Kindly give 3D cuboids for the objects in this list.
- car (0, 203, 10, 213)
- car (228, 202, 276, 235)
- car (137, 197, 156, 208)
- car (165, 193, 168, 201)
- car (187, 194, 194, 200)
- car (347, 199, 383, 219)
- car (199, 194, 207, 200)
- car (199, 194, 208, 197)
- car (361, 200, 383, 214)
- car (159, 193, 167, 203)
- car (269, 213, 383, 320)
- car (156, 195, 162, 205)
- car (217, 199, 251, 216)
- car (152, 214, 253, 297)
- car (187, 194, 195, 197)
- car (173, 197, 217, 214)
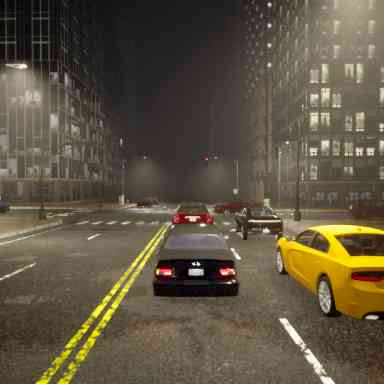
[{"bbox_3d":[-20.041,1.323,31.704,5.008,1.535,1.882,1,1,1],"label":"car"},{"bbox_3d":[3.274,1.486,16.876,2.128,1.511,4.902,0,0,1],"label":"car"},{"bbox_3d":[-6.793,1.576,48.388,1.895,1.301,4.718,0,0,0],"label":"car"},{"bbox_3d":[-6.815,1.169,78.315,2.150,2.045,5.566,0,0,0],"label":"car"},{"bbox_3d":[-0.361,1.312,89.808,1.994,1.385,4.181,0,0,0],"label":"car"},{"bbox_3d":[16.087,1.525,28.666,5.009,1.841,2.192,1,0,1],"label":"car"},{"bbox_3d":[2.889,1.312,89.820,1.994,1.385,4.181,0,0,0],"label":"car"},{"bbox_3d":[2.930,1.288,79.755,2.097,1.767,4.553,0,0,0],"label":"car"},{"bbox_3d":[21.662,1.650,36.975,4.829,1.417,1.752,1,0,1],"label":"car"},{"bbox_3d":[-6.791,1.520,67.566,1.994,1.385,4.181,0,0,0],"label":"car"},{"bbox_3d":[3.322,1.476,7.459,1.882,1.535,5.008,0,0,0],"label":"car"},{"bbox_3d":[-6.806,1.567,57.561,1.895,1.301,4.718,0,0,0],"label":"car"},{"bbox_3d":[4.578,1.515,33.272,5.008,1.535,1.882,0,0,-17],"label":"car"},{"bbox_3d":[0.065,1.545,8.731,2.033,1.411,5.357,0,0,0],"label":"car"},{"bbox_3d":[-0.320,1.485,79.773,1.994,1.385,4.181,0,0,0],"label":"car"},{"bbox_3d":[0.030,1.346,18.045,2.097,1.767,4.553,0,0,0],"label":"car"}]
